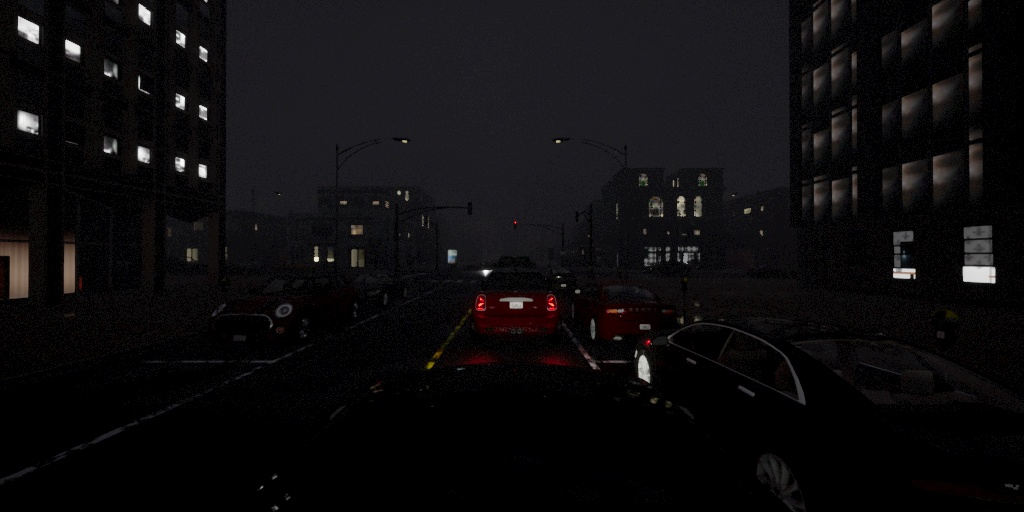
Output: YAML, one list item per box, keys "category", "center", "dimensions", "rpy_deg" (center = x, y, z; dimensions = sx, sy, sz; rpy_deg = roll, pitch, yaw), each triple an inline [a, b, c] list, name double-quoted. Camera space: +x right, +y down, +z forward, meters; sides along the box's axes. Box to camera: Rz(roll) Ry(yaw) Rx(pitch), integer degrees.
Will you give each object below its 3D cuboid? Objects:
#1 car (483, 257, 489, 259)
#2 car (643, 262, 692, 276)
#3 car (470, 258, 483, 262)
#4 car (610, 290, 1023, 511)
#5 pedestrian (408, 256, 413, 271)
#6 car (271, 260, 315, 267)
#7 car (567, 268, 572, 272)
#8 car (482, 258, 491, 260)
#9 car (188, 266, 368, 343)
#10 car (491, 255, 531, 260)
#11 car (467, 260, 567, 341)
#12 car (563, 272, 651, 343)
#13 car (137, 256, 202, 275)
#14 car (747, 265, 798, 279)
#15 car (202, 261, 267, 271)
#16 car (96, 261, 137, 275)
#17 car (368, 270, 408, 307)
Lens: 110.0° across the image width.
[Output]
- category: "car"
  center: [-5.728, 1.306, 64.297]
  dimensions: [2.007, 1.370, 4.403]
  rpy_deg: [0, 0, 0]
- category: "car"
  center: [16.649, 1.351, 38.414]
  dimensions: [4.892, 1.490, 1.837]
  rpy_deg: [0, 0, 1]
- category: "car"
  center: [-5.721, 1.336, 53.254]
  dimensions: [1.802, 1.307, 4.207]
  rpy_deg: [0, 0, 0]
- category: "car"
  center: [2.689, 1.300, 3.779]
  dimensions: [2.007, 1.370, 4.403]
  rpy_deg: [0, 0, 0]
- category: "pedestrian"
  center: [-12.577, 0.883, 44.383]
  dimensions: [0.375, 1.860, 0.375]
  rpy_deg: [0, -1, 1]
- category: "car"
  center: [-25.478, 1.196, 41.624]
  dimensions: [4.829, 1.417, 1.751]
  rpy_deg: [0, 0, 1]
- category: "car"
  center: [2.679, 1.301, 20.855]
  dimensions: [2.007, 1.370, 4.403]
  rpy_deg: [0, 0, 0]
- category: "car"
  center: [-3.117, 1.355, 53.400]
  dimensions: [1.895, 1.301, 4.718]
  rpy_deg: [0, 0, 0]
- category: "car"
  center: [-5.695, 1.190, 9.483]
  dimensions: [1.967, 1.591, 4.097]
  rpy_deg: [0, 0, 0]
- category: "car"
  center: [0.109, 0.972, 20.169]
  dimensions: [2.150, 2.045, 5.566]
  rpy_deg: [0, 0, -1]
- category: "car"
  center: [0.094, 1.102, 10.016]
  dimensions: [2.097, 1.767, 4.553]
  rpy_deg: [0, 0, 0]
- category: "car"
  center: [2.686, 1.295, 9.471]
  dimensions: [1.888, 1.381, 4.507]
  rpy_deg: [0, 0, 0]
- category: "car"
  center: [-30.971, 0.916, 33.324]
  dimensions: [5.009, 1.841, 2.192]
  rpy_deg: [0, 0, 1]
- category: "car"
  center: [23.624, 1.431, 32.481]
  dimensions: [4.207, 1.307, 1.802]
  rpy_deg: [0, 0, 1]
- category: "car"
  center: [-25.434, 1.175, 33.242]
  dimensions: [4.403, 1.370, 2.007]
  rpy_deg: [0, 0, 1]
- category: "car"
  center: [-36.507, 1.129, 33.406]
  dimensions: [4.403, 1.370, 2.007]
  rpy_deg: [0, 0, 1]
- category: "car"
  center: [-5.698, 1.301, 15.176]
  dimensions: [2.007, 1.370, 4.403]
  rpy_deg: [0, 0, 0]
